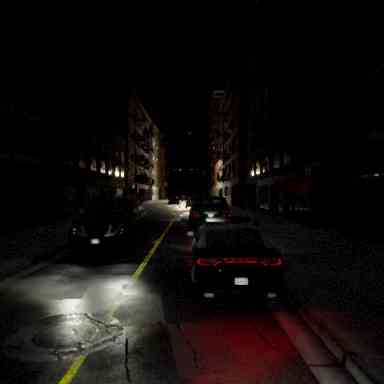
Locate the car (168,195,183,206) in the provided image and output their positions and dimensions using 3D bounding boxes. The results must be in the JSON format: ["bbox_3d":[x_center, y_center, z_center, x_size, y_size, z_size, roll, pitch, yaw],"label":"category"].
[{"bbox_3d":[-3.072,1.577,56.804,2.033,1.411,5.357,0,0,0],"label":"car"}]

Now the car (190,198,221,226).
[{"bbox_3d":[0.905,1.357,24.504,2.097,1.767,4.553,0,0,0],"label":"car"}]

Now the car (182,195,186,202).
[{"bbox_3d":[0.033,1.568,46.861,2.033,1.411,5.357,0,0,1],"label":"car"}]

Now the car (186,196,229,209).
[{"bbox_3d":[0.904,1.228,18.564,2.150,2.045,5.566,0,0,0],"label":"car"}]

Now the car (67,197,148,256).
[{"bbox_3d":[-3.098,1.222,13.402,2.150,2.045,5.566,0,0,0],"label":"car"}]

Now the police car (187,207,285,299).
[{"bbox_3d":[0.901,1.426,8.644,1.930,1.638,5.238,0,0,0],"label":"police car"}]
